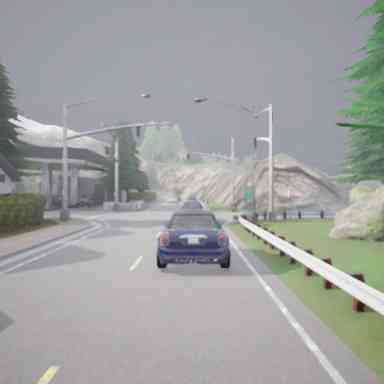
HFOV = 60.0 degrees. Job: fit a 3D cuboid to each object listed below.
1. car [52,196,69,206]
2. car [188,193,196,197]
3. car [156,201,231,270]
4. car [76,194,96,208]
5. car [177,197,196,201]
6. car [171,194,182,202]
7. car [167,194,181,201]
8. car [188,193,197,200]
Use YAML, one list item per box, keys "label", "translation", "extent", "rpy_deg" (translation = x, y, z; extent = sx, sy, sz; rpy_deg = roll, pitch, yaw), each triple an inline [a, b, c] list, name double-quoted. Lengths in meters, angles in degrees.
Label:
- label: "car"
  translation: [-20.226, 1.410, 50.038]
  extent: [2.242, 1.667, 4.611]
  rpy_deg: [0, 0, -1]
- label: "car"
  translation: [0.013, 1.412, 74.859]
  extent: [1.812, 1.442, 4.674]
  rpy_deg: [0, 0, 0]
- label: "car"
  translation: [0.056, 1.337, 11.160]
  extent: [2.097, 1.767, 4.553]
  rpy_deg: [0, 0, 0]
- label: "car"
  translation: [-14.520, 1.249, 45.759]
  extent: [1.905, 1.878, 3.866]
  rpy_deg: [0, 0, -1]
- label: "car"
  translation: [0.042, 1.433, 24.860]
  extent: [2.033, 1.411, 5.357]
  rpy_deg: [0, 1, 1]
- label: "car"
  translation: [-3.486, 1.243, 75.813]
  extent: [2.097, 1.767, 4.553]
  rpy_deg: [0, 0, 0]
- label: "car"
  translation: [-3.528, 1.441, 60.298]
  extent: [1.812, 1.442, 4.674]
  rpy_deg: [0, 0, 1]
- label: "car"
  translation: [0.013, 1.069, 84.832]
  extent: [2.097, 1.767, 4.553]
  rpy_deg: [0, 0, -2]
